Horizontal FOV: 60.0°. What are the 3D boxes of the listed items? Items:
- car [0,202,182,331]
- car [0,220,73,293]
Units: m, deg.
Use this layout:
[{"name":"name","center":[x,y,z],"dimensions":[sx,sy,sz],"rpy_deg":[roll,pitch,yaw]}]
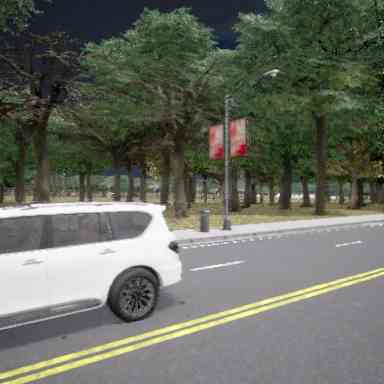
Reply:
[{"name":"car","center":[-2.800,1.221,5.680],"dimensions":[5.566,2.045,2.150],"rpy_deg":[0,0,-36]},{"name":"car","center":[-5.751,1.548,7.569],"dimensions":[5.357,1.411,2.033],"rpy_deg":[0,0,-36]}]
